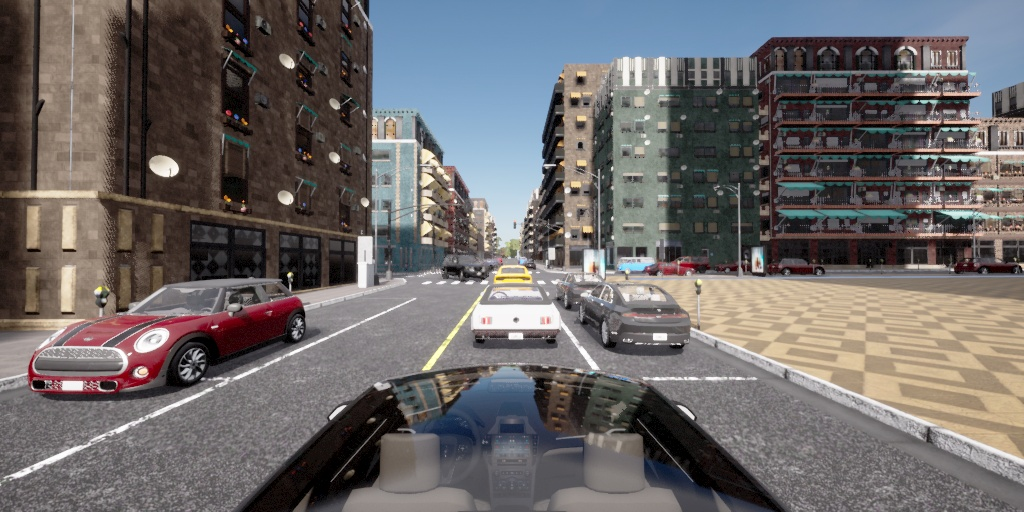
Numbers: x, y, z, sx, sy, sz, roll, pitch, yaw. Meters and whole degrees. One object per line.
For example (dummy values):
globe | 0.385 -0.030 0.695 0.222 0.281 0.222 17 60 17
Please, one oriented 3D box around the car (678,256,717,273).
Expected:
car | 19.210 0.977 39.573 5.009 1.841 2.192 0 0 0

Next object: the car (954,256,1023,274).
car | 41.276 0.812 31.086 4.097 1.591 1.967 0 0 0

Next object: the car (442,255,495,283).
car | -3.844 0.935 28.896 2.150 2.045 5.566 1 0 -31

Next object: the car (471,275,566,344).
car | 0.080 1.353 9.580 1.895 1.301 4.718 0 0 0

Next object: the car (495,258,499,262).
car | -3.230 1.368 50.450 1.895 1.301 4.718 0 0 1

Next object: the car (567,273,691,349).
car | 2.804 1.303 8.997 2.007 1.370 4.403 0 0 0

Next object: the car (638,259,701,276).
car | 13.639 1.163 31.219 4.207 1.307 1.802 0 0 0

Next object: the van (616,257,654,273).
van | 13.682 1.046 39.599 3.998 1.789 1.690 0 0 0

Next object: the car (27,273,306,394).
car | -5.831 1.191 6.741 1.967 1.591 4.097 0 0 0

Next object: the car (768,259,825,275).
car | 24.695 0.936 31.166 4.097 1.591 1.967 0 0 0

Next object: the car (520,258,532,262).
car | 2.572 1.334 52.760 1.948 1.339 4.313 0 0 0

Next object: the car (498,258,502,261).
car | -3.220 1.319 60.143 2.033 1.411 5.357 0 0 0

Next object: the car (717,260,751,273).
car | 24.737 1.165 39.546 4.507 1.381 1.888 0 0 0

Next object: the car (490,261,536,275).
car | 0.052 1.233 19.033 1.882 1.535 5.008 0 0 0

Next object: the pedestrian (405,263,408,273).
pedestrian | -12.624 1.097 42.689 0.375 1.860 0.375 0 0 0

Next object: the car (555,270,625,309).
car | 2.791 1.304 14.567 2.007 1.370 4.403 0 0 0
